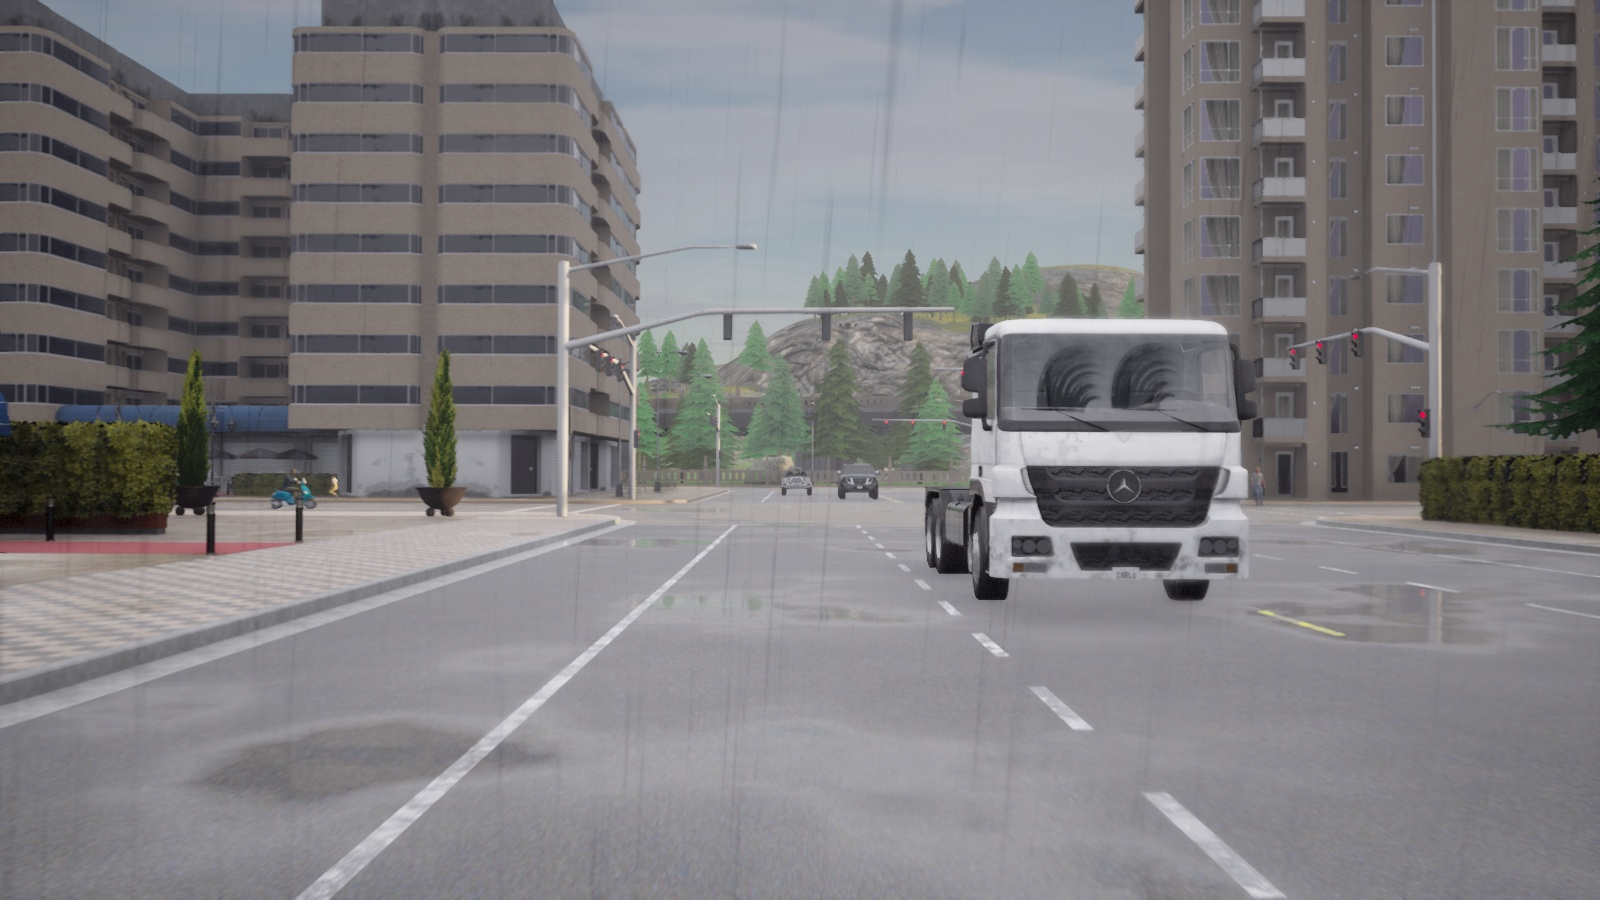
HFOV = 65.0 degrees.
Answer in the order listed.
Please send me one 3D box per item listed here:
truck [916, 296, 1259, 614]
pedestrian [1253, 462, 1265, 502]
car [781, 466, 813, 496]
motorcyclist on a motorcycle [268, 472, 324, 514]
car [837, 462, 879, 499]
[{"bbox_3d":[3.501,0.114,17.659,2.891,3.462,7.936,0,-1,-1],"label":"truck"},{"bbox_3d":[20.814,1.453,56.959,0.354,1.836,0.706,0,-1,8],"label":"pedestrian"},{"bbox_3d":[-0.191,1.980,80.544,1.932,1.855,4.605,0,-1,0],"label":"car"},{"bbox_3d":[-19.364,1.653,48.286,1.817,1.590,0.866,0,-1,0],"label":"motorcyclist on a motorcycle"},{"bbox_3d":[3.327,1.735,72.579,2.150,2.045,5.566,0,-1,0],"label":"car"}]
